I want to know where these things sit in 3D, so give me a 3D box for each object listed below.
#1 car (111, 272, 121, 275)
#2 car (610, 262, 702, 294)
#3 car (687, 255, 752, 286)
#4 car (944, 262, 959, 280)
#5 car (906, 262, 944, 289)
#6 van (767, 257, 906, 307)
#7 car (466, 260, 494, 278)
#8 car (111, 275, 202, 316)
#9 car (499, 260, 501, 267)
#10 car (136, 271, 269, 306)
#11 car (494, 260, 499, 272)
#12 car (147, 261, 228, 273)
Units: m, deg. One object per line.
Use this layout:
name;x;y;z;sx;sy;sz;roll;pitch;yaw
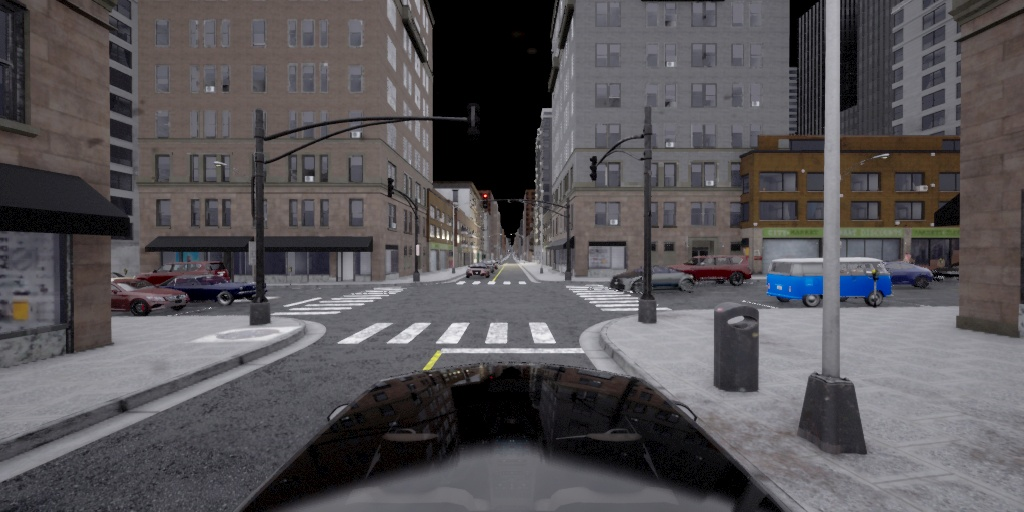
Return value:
car;-26.026;1.552;22.192;4.829;1.417;1.751;0;0;0
car;7.370;1.203;18.972;4.181;1.385;1.994;-1;0;-10
car;12.090;0.872;22.298;5.009;1.841;2.192;0;0;0
car;28.917;0.916;22.345;4.313;1.339;1.948;0;0;0
car;20.160;1.002;19.662;4.674;1.442;1.812;-1;0;0
van;12.114;0.957;13.772;3.998;1.789;1.690;0;0;0
car;-3.096;1.319;33.643;1.994;1.385;4.181;0;0;1
car;-14.822;1.528;13.697;4.207;1.307;1.802;0;0;0
car;-3.095;1.304;53.654;1.812;1.442;4.674;0;0;0
car;-13.959;1.517;16.362;4.718;1.301;1.895;-1;0;0
car;-3.105;1.257;43.748;2.128;1.511;4.902;0;0;0
car;-20.351;1.271;22.207;5.009;1.841;2.192;0;0;0
